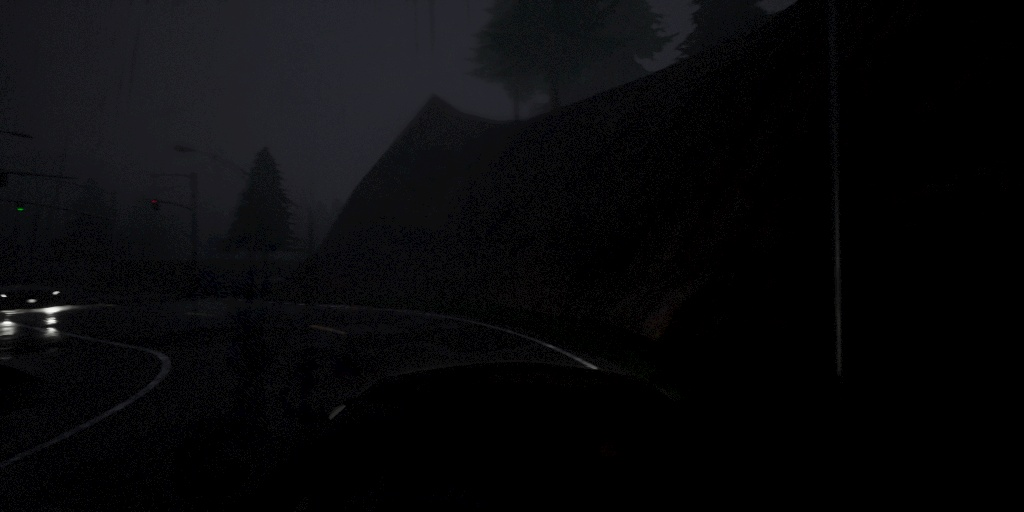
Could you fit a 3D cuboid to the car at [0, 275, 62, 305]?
[{"bbox_3d":[-23.375,1.605,16.730,5.357,1.411,2.033,-1,-1,24],"label":"car"}]
